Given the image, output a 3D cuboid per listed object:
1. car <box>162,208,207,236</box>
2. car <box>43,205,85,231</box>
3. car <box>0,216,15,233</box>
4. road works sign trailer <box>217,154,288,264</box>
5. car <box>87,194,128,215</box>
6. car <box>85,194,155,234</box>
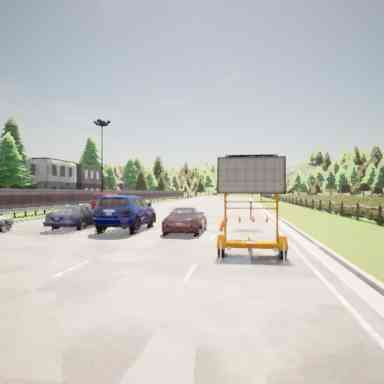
[{"bbox_3d":[-0.339,1.562,18.505,1.994,1.385,4.181,0,0,9],"label":"car"},{"bbox_3d":[-7.067,1.545,20.830,2.033,1.411,5.357,0,0,9],"label":"car"},{"bbox_3d":[-11.224,1.599,16.715,1.895,1.301,4.718,0,0,9],"label":"car"},{"bbox_3d":[2.120,0.463,11.971,2.380,3.560,2.880,0,0,9],"label":"road works sign trailer"},{"bbox_3d":[-8.568,1.216,34.343,2.150,2.045,5.566,0,0,8],"label":"car"},{"bbox_3d":[-3.756,1.217,19.308,2.150,2.045,5.566,0,0,9],"label":"car"}]
